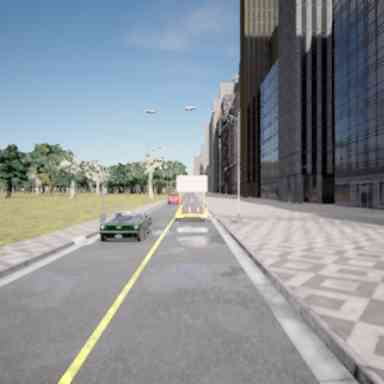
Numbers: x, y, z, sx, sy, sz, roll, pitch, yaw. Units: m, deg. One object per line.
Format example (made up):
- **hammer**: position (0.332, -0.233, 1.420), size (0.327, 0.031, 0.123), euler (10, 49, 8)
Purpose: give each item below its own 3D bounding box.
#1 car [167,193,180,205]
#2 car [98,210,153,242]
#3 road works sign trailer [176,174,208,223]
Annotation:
- **car**: position (-3.042, 1.141, 57.638), size (2.150, 2.045, 5.566), euler (0, 0, 1)
- **car**: position (-3.099, 1.575, 16.309), size (1.895, 1.301, 4.718), euler (0, 0, 0)
- **road works sign trailer**: position (0.002, 0.425, 25.353), size (2.380, 3.560, 2.880), euler (0, 0, 0)
